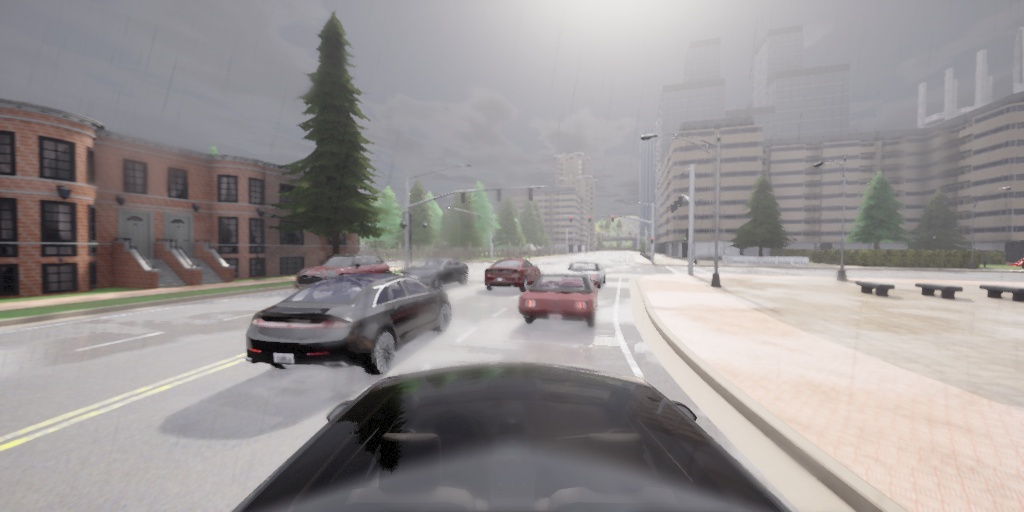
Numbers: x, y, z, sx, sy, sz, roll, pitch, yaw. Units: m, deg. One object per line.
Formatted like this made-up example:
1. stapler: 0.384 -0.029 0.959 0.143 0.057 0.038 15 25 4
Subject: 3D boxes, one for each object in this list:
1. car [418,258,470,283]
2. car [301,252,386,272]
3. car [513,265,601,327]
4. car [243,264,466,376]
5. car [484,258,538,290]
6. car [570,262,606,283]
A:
1. car: -3.774 0.841 18.067 2.128 1.511 4.902 1 1 17
2. car: -7.761 0.701 16.907 2.097 1.767 4.553 1 1 17
3. car: 1.601 1.152 10.793 1.895 1.301 4.718 1 1 14
4. car: -2.696 1.098 7.180 2.128 1.511 4.902 1 1 8
5. car: 0.149 0.845 18.369 1.882 1.535 5.008 1 1 16
6. car: 4.048 0.964 19.628 1.895 1.301 4.718 1 1 19
